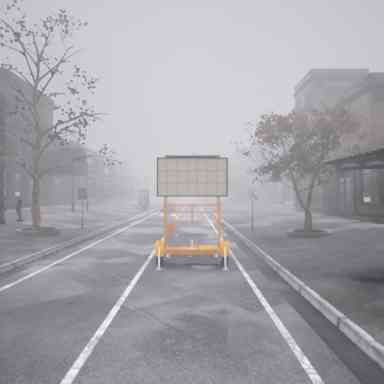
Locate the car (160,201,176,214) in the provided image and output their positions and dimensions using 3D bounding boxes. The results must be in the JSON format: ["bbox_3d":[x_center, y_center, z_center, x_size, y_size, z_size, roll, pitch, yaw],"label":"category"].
[{"bbox_3d":[-2.972,1.912,42.044,1.837,1.490,4.892,0,-1,0],"label":"car"}]

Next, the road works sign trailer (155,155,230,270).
[{"bbox_3d":[0.008,0.559,11.359,2.380,3.560,2.880,0,-1,0],"label":"road works sign trailer"}]
